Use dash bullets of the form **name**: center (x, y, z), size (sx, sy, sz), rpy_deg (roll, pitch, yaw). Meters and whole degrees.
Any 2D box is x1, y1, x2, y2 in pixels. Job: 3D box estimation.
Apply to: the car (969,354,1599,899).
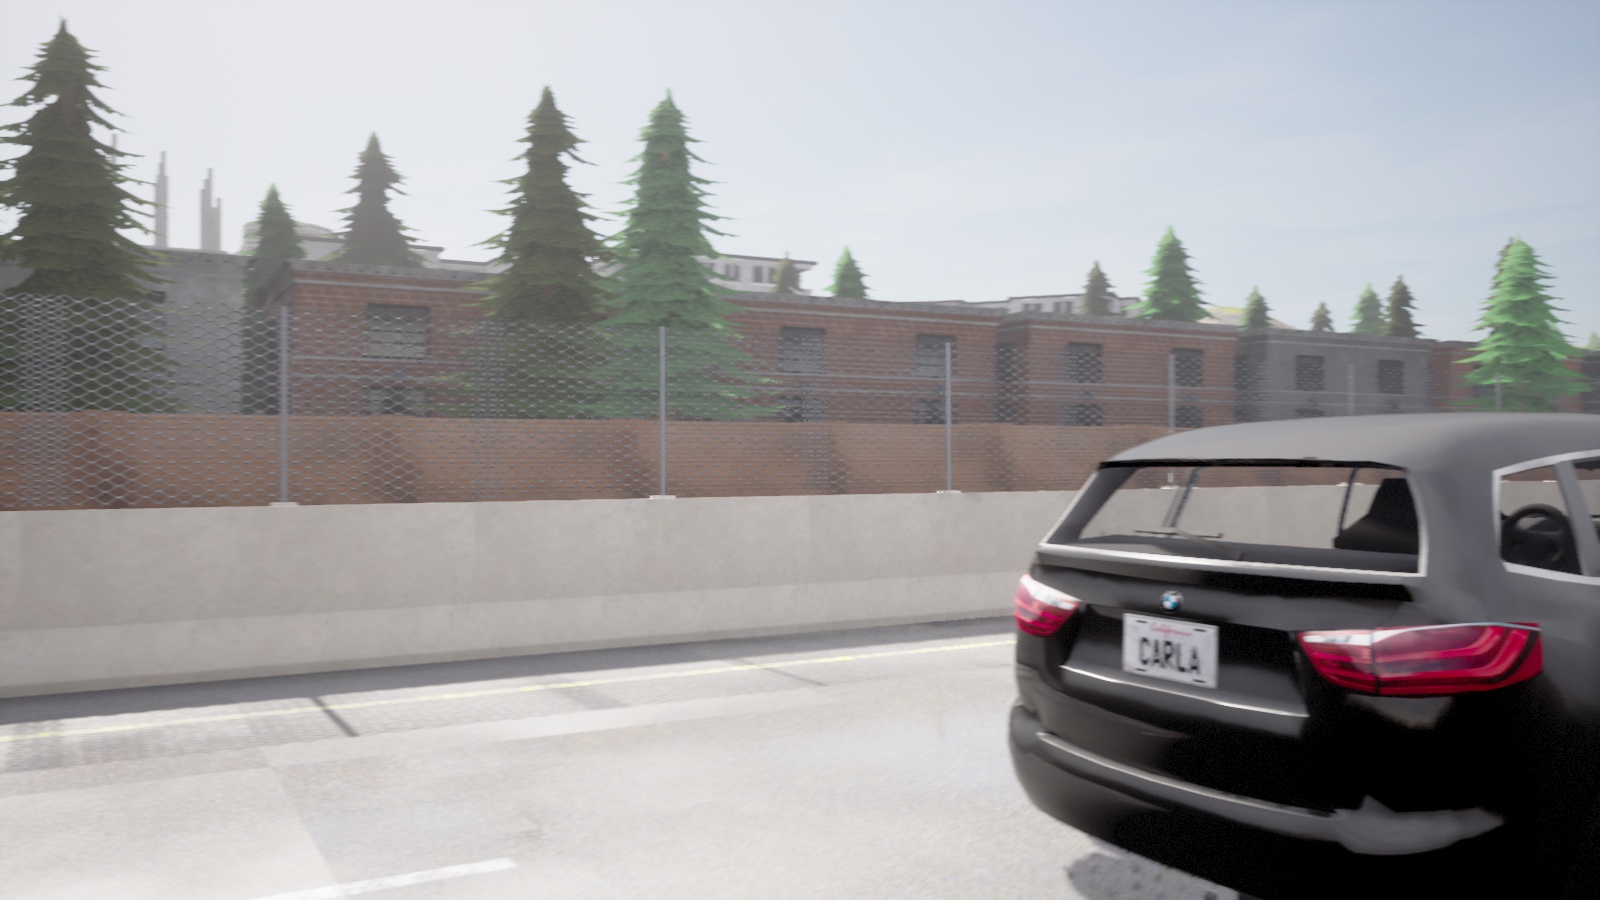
- **car**: center (3.233, 0.611, 5.090), size (4.611, 1.667, 2.242), rpy_deg (0, -1, -29)
